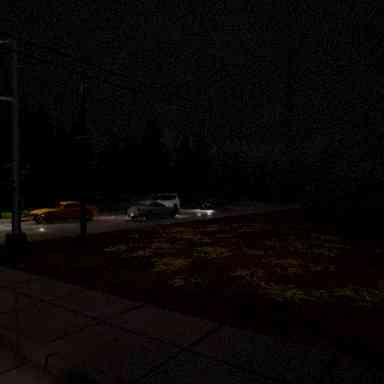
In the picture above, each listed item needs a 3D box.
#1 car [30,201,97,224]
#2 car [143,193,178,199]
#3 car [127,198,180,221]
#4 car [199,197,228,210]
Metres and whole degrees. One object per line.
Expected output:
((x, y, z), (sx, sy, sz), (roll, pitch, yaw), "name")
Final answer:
((-9.579, 1.484, 25.030), (1.882, 1.535, 5.008), (0, 0, 37), "car")
((-3.464, 1.174, 33.270), (2.150, 2.045, 5.566), (0, 0, 36), "car")
((-3.227, 1.493, 27.380), (1.812, 1.442, 4.674), (0, 0, 37), "car")
((2.758, 1.400, 41.624), (1.837, 1.490, 4.892), (0, 1, 37), "car")
